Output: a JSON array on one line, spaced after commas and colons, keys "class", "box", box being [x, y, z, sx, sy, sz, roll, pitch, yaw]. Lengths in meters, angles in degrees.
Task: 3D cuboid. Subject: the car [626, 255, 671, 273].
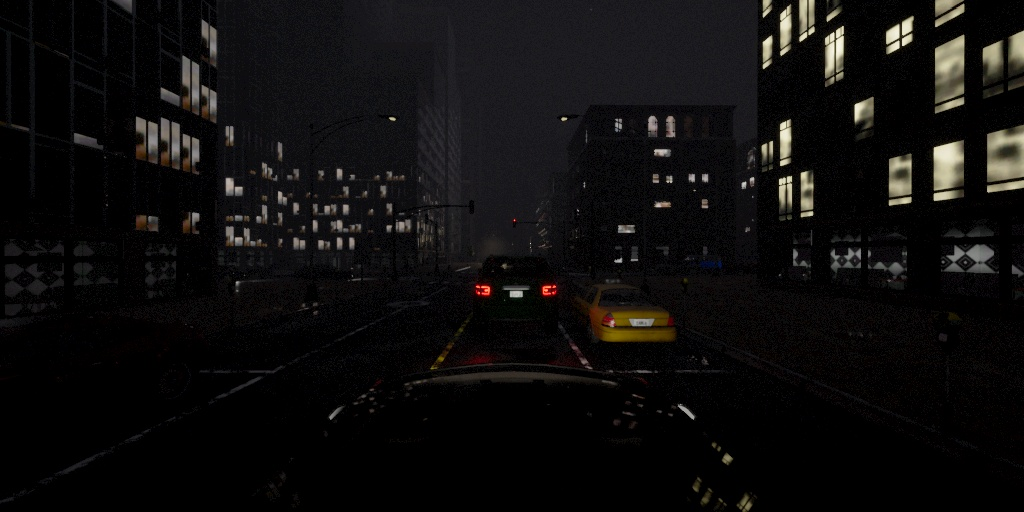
[{"class": "car", "box": [15.284, 0.844, 39.603, 5.009, 1.841, 2.192, 0, 0, -1]}]

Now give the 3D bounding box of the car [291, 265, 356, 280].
[{"class": "car", "box": [-17.723, 1.515, 33.769, 5.357, 1.411, 2.033, -1, 0, -1]}]

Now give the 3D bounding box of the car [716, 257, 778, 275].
[{"class": "car", "box": [21.056, 1.019, 31.789, 4.507, 1.381, 1.888, 0, 0, -1]}]

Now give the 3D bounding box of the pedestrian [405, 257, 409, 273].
[{"class": "pedestrian", "box": [-12.392, 1.020, 42.205, 0.375, 1.860, 0.375, 0, 1, -1]}]

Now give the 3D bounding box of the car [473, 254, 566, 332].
[{"class": "car", "box": [0.089, 0.971, 10.937, 2.150, 2.045, 5.566, 0, 0, 0]}]

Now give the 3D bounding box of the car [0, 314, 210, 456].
[{"class": "car", "box": [-5.317, 1.332, 3.647, 1.802, 1.307, 4.207, 0, 0, 0]}]

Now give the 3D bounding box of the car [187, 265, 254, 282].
[{"class": "car", "box": [-27.537, 1.603, 33.634, 4.892, 1.490, 1.837, -1, 0, -1]}]

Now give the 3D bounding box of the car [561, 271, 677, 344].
[{"class": "car", "box": [2.558, 1.275, 9.384, 1.751, 1.417, 4.829, 0, 0, 0]}]

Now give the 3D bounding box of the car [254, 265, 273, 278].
[{"class": "car", "box": [-28.441, 1.649, 39.004, 4.403, 1.370, 2.007, 0, 0, -1]}]

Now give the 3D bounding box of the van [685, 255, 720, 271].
[{"class": "van", "box": [20.940, 0.799, 39.669, 3.998, 1.789, 1.690, 0, 0, -1]}]

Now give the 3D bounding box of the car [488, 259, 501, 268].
[{"class": "car", "box": [-2.888, 1.300, 60.721, 2.033, 1.411, 5.357, 0, 0, 0]}]

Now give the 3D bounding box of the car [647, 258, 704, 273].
[{"class": "car", "box": [16.803, 1.116, 37.156, 4.718, 1.301, 1.895, -1, 0, -1]}]

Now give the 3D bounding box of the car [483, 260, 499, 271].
[{"class": "car", "box": [-2.886, 1.299, 50.584, 2.033, 1.411, 5.357, 0, 0, -1]}]

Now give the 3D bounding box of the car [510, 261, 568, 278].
[{"class": "car", "box": [2.645, 1.246, 35.072, 5.357, 1.411, 2.033, -1, 0, -26]}]
